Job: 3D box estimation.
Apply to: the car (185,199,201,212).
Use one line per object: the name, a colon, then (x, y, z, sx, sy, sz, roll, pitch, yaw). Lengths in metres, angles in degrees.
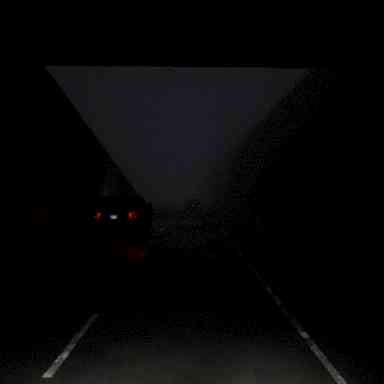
car: (0.101, 1.475, 36.973, 2.033, 1.411, 5.357, 0, 0, 0)

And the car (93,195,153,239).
car: (-3.394, 1.188, 17.216, 2.150, 2.045, 5.566, 0, 0, 0)
